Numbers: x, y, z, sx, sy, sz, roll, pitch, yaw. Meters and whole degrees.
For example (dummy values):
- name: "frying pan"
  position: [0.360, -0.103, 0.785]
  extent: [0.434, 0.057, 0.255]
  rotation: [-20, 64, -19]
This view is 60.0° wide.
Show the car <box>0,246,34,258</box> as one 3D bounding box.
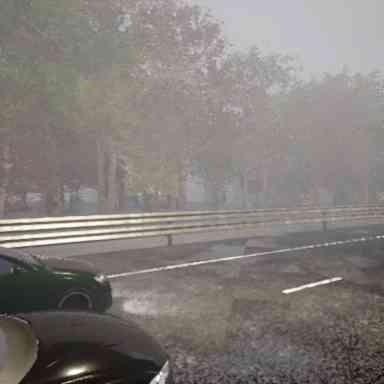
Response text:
- name: "car"
  position: [-3.478, 1.553, 5.489]
  extent: [4.181, 1.385, 1.994]
  rotation: [0, 0, -35]

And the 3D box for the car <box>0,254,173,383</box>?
- name: "car"
  position: [-2.374, 1.490, 1.992]
  extent: [4.902, 1.511, 2.128]
  rotation: [0, 0, -36]
